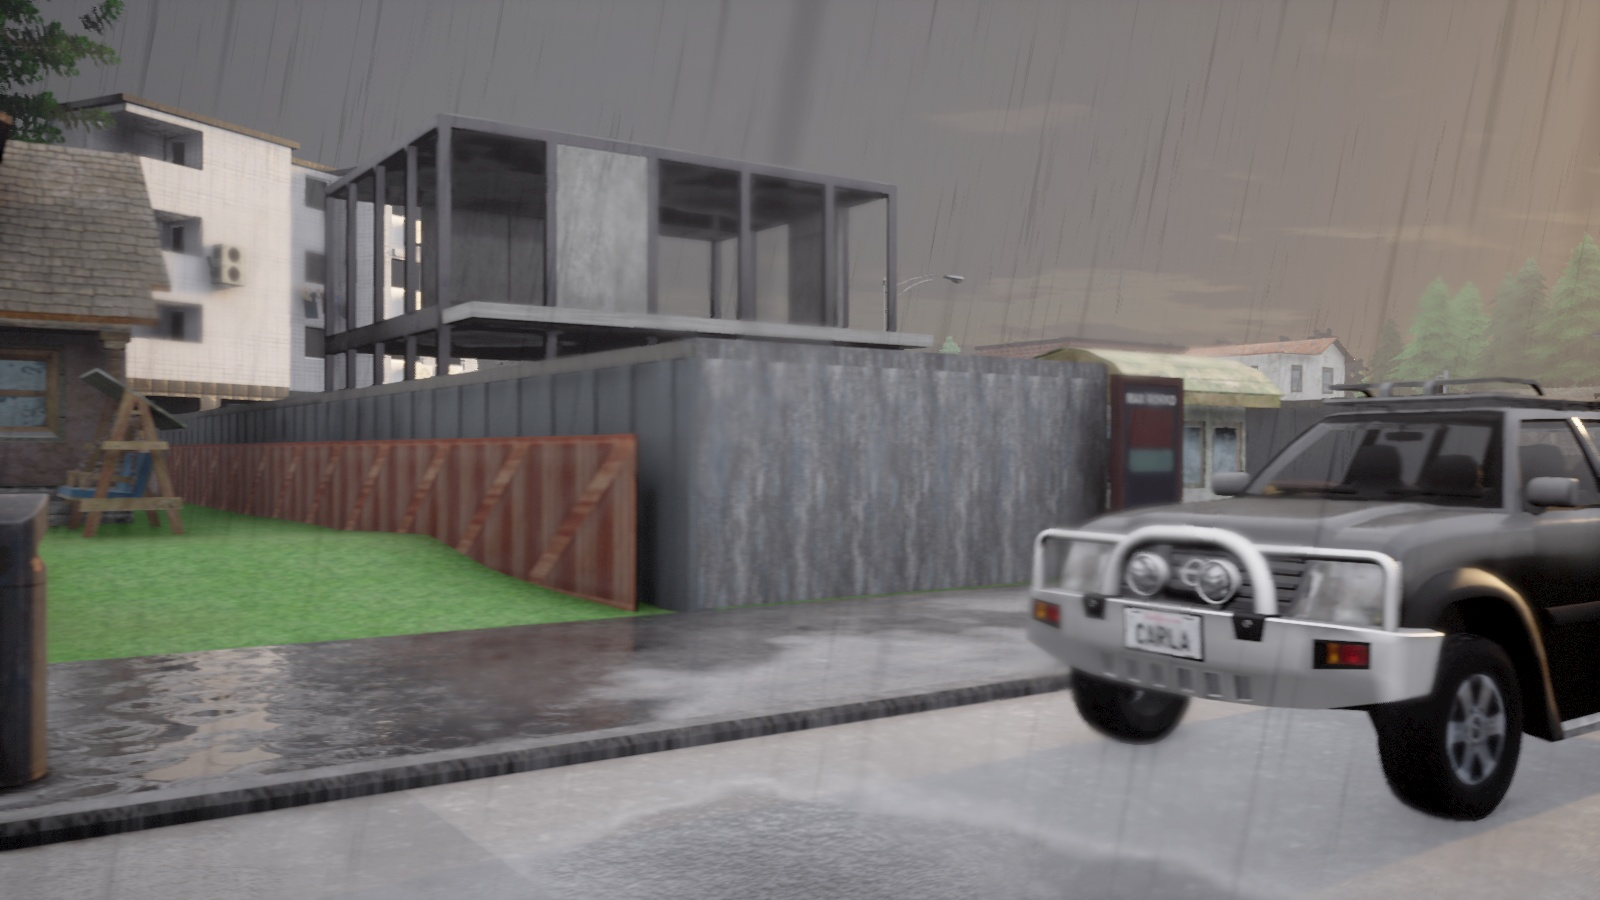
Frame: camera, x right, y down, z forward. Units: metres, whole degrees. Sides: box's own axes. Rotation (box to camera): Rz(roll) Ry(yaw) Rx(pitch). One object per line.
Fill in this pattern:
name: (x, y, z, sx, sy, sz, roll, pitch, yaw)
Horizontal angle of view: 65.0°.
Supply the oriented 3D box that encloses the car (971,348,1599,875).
car: (3.255, 0.571, 6.540, 4.605, 1.855, 1.932, 0, 0, -35)
